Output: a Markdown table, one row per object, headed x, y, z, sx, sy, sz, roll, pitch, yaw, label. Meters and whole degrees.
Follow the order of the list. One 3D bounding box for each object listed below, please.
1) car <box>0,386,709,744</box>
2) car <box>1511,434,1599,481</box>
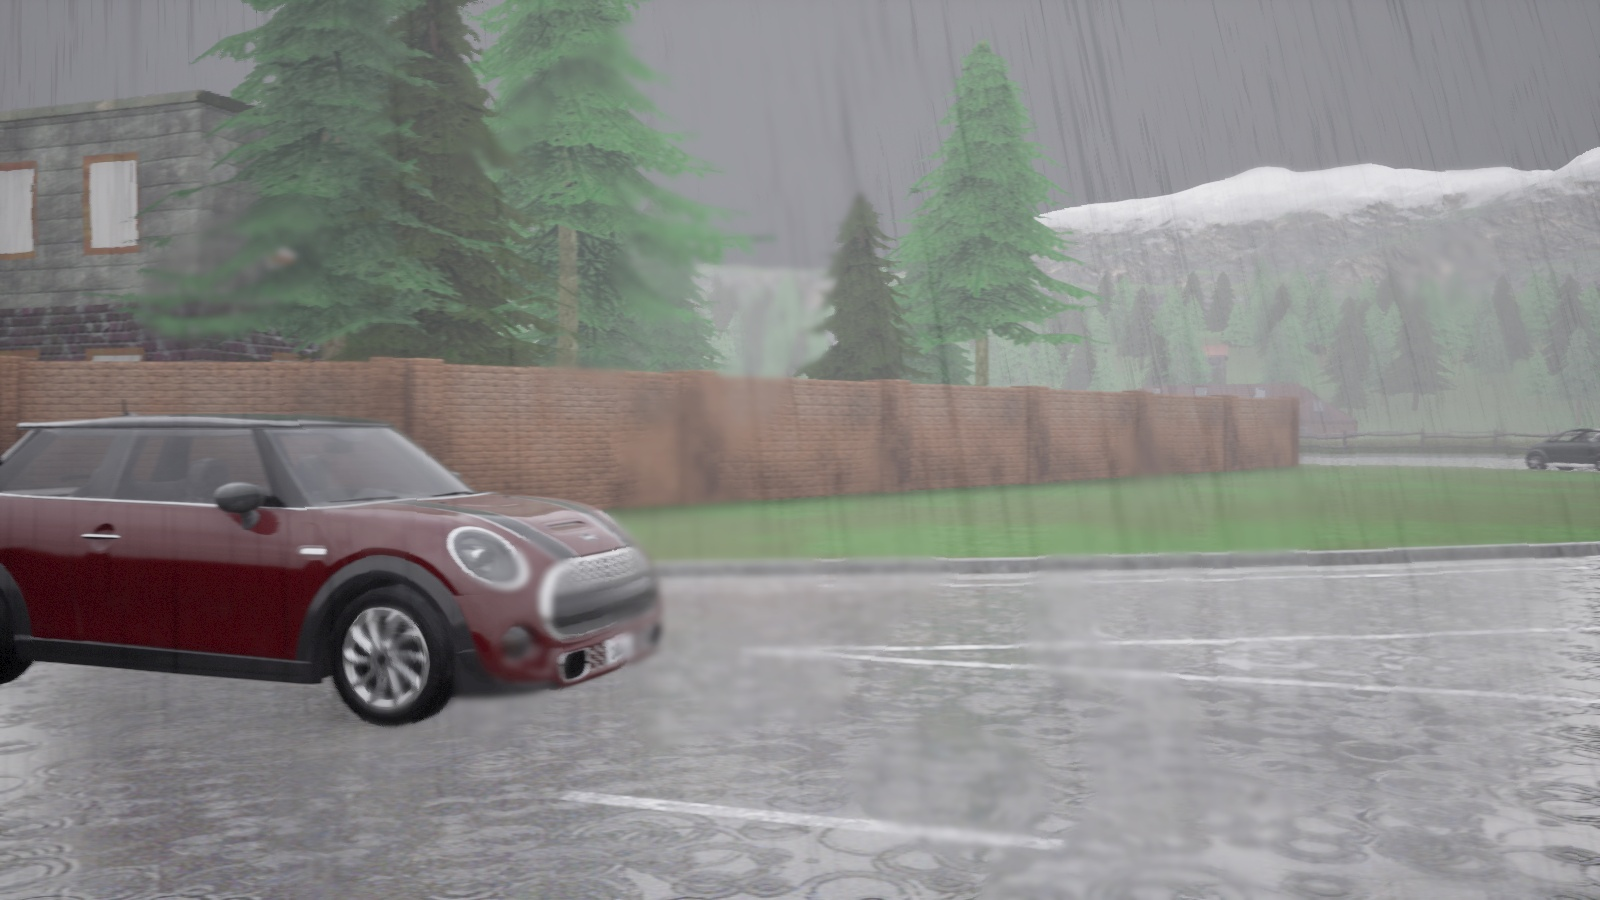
| x | y | z | sx | sy | sz | roll | pitch | yaw | label |
| --- | --- | --- | --- | --- | --- | --- | --- | --- | --- |
| -3.090 | 0.530 | 7.923 | 4.553 | 1.767 | 2.097 | 1 | 1 | 19 | car |
| 27.121 | 0.240 | 43.745 | 1.789 | 1.549 | 3.705 | 0 | 1 | -23 | car |
